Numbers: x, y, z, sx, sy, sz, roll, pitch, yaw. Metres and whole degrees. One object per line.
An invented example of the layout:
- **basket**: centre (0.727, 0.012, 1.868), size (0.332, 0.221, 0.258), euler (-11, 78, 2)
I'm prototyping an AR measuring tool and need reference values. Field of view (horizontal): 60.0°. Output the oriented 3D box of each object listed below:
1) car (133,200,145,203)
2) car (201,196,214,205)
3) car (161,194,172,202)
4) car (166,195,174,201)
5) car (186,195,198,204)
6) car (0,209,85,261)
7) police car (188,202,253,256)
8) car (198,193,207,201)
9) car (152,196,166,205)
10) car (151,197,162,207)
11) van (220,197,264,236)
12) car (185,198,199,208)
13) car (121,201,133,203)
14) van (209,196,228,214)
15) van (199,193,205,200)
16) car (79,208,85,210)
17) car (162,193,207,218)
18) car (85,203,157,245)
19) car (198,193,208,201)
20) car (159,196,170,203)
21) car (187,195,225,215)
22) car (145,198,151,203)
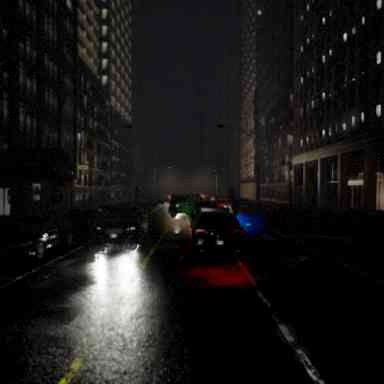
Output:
- **car**: centre (-5.692, 1.519, 29.134), size (2.008, 1.369, 4.403), euler (-1, 0, 0)
- **car**: centre (2.696, 1.486, 57.550), size (2.008, 1.369, 4.403), euler (-1, 0, 0)
- **car**: centre (-5.682, 1.356, 74.603), size (1.967, 1.590, 4.097), euler (-1, 0, 0)
- **car**: centre (-5.678, 1.427, 85.800), size (1.752, 1.417, 4.829), euler (-1, 0, 0)
- **car**: centre (0.014, 1.419, 64.122), size (2.128, 1.511, 4.902), euler (0, 0, 0)
- **car**: centre (-5.696, 1.538, 12.083), size (2.008, 1.369, 4.403), euler (-1, 0, 0)
- **police car**: centre (0.902, 1.411, 13.221), size (1.930, 1.638, 5.238), euler (0, 0, 0)
- **car**: centre (2.700, 1.216, 85.969), size (2.192, 1.841, 5.009), euler (-1, 0, 0)
- **car**: centre (-5.685, 1.486, 57.552), size (2.008, 1.369, 4.403), euler (-1, 0, 0)
- **car**: centre (-5.688, 1.500, 46.185), size (2.008, 1.369, 4.403), euler (-1, 0, 0)
- **van**: centre (2.684, 1.321, 17.764), size (1.690, 1.788, 3.998), euler (-1, 0, 0)
- **car**: centre (0.015, 1.546, 49.547), size (1.895, 1.301, 4.718), euler (0, 0, 0)
- **car**: centre (-5.693, 1.519, 23.450), size (1.887, 1.381, 4.507), euler (-1, 0, 0)
- **van**: centre (2.688, 1.302, 34.815), size (1.690, 1.788, 3.998), euler (-1, 0, 0)
- **van**: centre (2.702, 1.235, 91.652), size (1.690, 1.788, 3.998), euler (-1, 0, 0)
- **car**: centre (-5.694, 1.546, 17.767), size (1.947, 1.339, 4.313), euler (-1, 0, 0)
- **car**: centre (-0.136, 1.187, 29.496), size (2.150, 2.045, 5.566), euler (-1, 0, 24)
- **car**: centre (-3.098, 1.474, 15.597), size (2.128, 1.511, 4.902), euler (0, 0, 0)
- **car**: centre (2.698, 1.223, 80.285), size (2.192, 1.841, 5.009), euler (-1, 0, 0)
- **car**: centre (-5.682, 1.504, 68.919), size (1.802, 1.307, 4.206), euler (-1, 0, 0)
- **car**: centre (0.904, 1.325, 23.082), size (2.097, 1.767, 4.553), euler (0, 0, 0)
- **car**: centre (-5.690, 1.544, 34.818), size (1.802, 1.307, 4.206), euler (-1, 0, 0)
